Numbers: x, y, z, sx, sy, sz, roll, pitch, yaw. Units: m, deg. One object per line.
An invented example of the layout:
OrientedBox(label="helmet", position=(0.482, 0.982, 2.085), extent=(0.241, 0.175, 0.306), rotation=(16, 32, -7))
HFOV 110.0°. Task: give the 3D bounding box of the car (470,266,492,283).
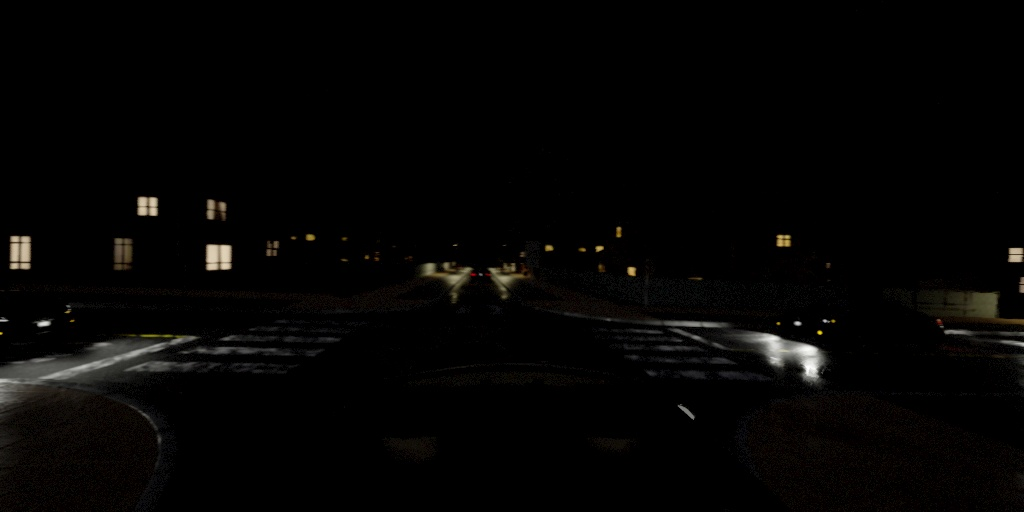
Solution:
OrientedBox(label="car", position=(-2.852, 1.663, 32.818), extent=(2.033, 1.411, 5.357), rotation=(1, -1, -5))

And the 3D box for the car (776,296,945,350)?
OrientedBox(label="car", position=(10.776, 1.984, 11.230), extent=(4.181, 1.385, 1.994), rotation=(3, 0, -5))

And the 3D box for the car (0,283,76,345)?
OrientedBox(label="car", position=(-11.003, 0.886, 6.281), extent=(4.892, 1.490, 1.837), rotation=(3, 0, -8))
